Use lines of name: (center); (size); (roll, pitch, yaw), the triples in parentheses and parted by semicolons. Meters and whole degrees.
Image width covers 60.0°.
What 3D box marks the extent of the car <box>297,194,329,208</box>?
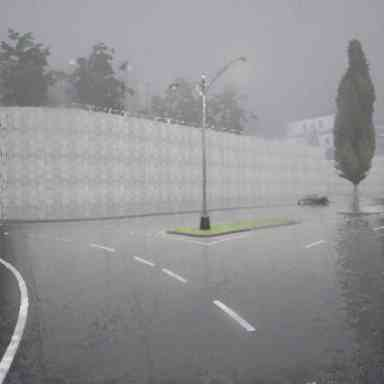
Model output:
car: (14.290, 1.041, 39.218); (4.902, 1.511, 2.128); (-1, 1, -40)
